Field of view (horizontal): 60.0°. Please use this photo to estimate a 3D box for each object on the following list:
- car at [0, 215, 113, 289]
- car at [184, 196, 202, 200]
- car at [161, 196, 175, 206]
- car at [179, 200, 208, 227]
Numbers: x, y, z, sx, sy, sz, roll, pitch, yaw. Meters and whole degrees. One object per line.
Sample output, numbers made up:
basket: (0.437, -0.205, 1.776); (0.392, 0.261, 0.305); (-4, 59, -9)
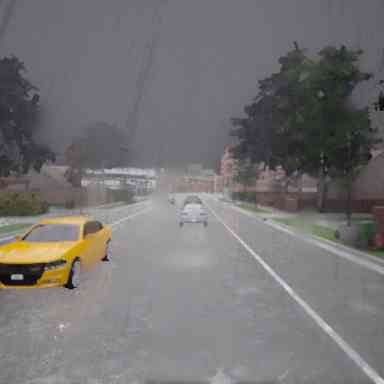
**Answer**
car: (-3.594, 1.474, 9.333); (1.882, 1.535, 5.008); (0, 0, 0)
car: (0.110, 1.243, 38.850); (2.097, 1.767, 4.553); (0, 0, 0)
car: (-3.547, 1.338, 50.582); (1.812, 1.442, 4.674); (0, 0, 0)
car: (0.113, 1.498, 22.696); (1.812, 1.442, 4.674); (0, 0, 0)
